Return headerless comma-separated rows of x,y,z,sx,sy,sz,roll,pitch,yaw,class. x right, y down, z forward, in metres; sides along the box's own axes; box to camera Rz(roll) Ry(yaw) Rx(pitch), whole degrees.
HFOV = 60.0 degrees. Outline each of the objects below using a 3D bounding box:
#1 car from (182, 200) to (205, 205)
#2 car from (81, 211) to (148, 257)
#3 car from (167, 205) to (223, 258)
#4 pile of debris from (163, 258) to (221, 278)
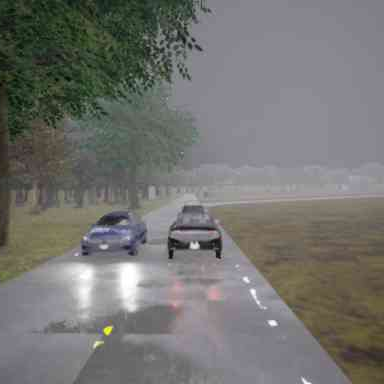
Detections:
0.115,1.468,29.679,1.882,1.535,5.008,0,0,0,car
-2.844,1.514,13.098,1.812,1.442,4.674,0,0,0,car
0.095,1.480,12.722,2.128,1.511,4.902,0,0,0,car
0.006,2.166,9.610,1.500,0.140,1.860,0,0,0,pile of debris
